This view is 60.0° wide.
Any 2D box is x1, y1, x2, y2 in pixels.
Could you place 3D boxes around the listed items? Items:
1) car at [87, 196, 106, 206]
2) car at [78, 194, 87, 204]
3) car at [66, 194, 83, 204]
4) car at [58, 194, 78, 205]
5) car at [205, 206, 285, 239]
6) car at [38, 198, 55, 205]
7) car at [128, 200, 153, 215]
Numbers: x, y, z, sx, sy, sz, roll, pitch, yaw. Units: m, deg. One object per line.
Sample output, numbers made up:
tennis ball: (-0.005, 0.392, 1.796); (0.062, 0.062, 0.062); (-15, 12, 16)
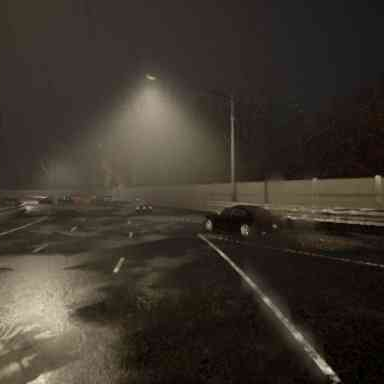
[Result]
car: (-16.466, 1.654, 58.263); (1.994, 1.385, 4.181); (0, 0, -31)
car: (-21.040, 1.489, 65.424); (1.882, 1.535, 5.008); (0, 0, -38)
car: (-25.412, 1.378, 72.065); (2.150, 2.045, 5.566); (0, 0, -33)
car: (-24.228, 1.580, 63.761); (2.128, 1.511, 4.902); (0, 0, -38)
car: (2.576, 1.450, 17.534); (1.882, 1.535, 5.008); (-1, 0, -31)
car: (-27.081, 1.756, 61.733); (1.895, 1.301, 4.718); (0, 0, -38)
car: (-5.410, 1.567, 34.343); (2.033, 1.411, 5.357); (0, 0, -19)
